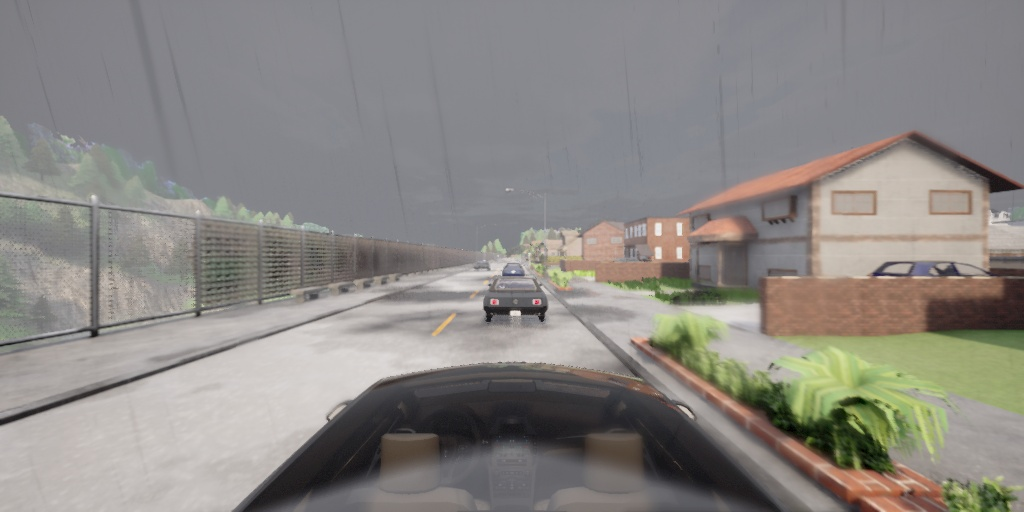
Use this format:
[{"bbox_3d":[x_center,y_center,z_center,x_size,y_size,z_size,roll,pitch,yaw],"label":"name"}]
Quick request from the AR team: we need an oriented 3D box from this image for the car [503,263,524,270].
[{"bbox_3d":[0.114,1.303,32.760,1.994,1.385,4.181,0,0,0],"label":"car"}]

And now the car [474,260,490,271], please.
[{"bbox_3d":[-4.025,1.297,48.946,1.994,1.385,4.181,0,0,0],"label":"car"}]

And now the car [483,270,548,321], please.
[{"bbox_3d":[0.104,1.347,12.459,1.895,1.301,4.718,0,0,0],"label":"car"}]
